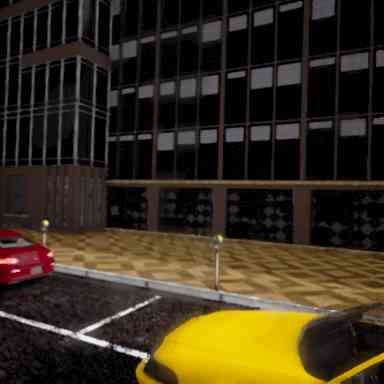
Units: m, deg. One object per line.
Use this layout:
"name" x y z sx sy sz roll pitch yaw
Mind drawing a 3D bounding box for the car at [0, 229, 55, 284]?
"car" -5.360 1.577 8.463 4.206 1.307 1.802 1 -1 27

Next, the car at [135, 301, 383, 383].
"car" 2.073 1.579 2.668 5.366 1.575 1.801 1 -1 27
